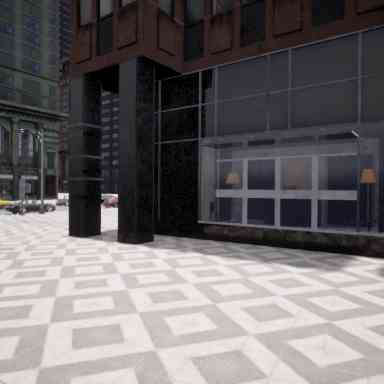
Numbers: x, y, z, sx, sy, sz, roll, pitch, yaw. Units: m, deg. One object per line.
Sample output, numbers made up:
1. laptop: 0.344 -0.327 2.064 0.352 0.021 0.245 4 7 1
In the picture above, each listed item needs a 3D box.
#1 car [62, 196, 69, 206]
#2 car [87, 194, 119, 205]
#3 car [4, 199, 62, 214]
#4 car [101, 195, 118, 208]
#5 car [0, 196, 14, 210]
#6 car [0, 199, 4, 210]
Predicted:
1. car: -15.986 1.131 44.496 2.008 1.369 4.403 2 2 36
2. car: -12.959 1.082 48.726 1.947 1.339 4.313 2 2 36
3. car: -15.007 1.341 31.216 2.008 1.369 4.403 2 2 36
4. car: -8.748 1.243 39.963 1.802 1.307 4.206 2 2 36
5. car: -22.140 1.232 35.895 1.752 1.417 4.829 2 2 36
6. car: -18.137 1.418 26.842 1.947 1.339 4.313 2 2 36
